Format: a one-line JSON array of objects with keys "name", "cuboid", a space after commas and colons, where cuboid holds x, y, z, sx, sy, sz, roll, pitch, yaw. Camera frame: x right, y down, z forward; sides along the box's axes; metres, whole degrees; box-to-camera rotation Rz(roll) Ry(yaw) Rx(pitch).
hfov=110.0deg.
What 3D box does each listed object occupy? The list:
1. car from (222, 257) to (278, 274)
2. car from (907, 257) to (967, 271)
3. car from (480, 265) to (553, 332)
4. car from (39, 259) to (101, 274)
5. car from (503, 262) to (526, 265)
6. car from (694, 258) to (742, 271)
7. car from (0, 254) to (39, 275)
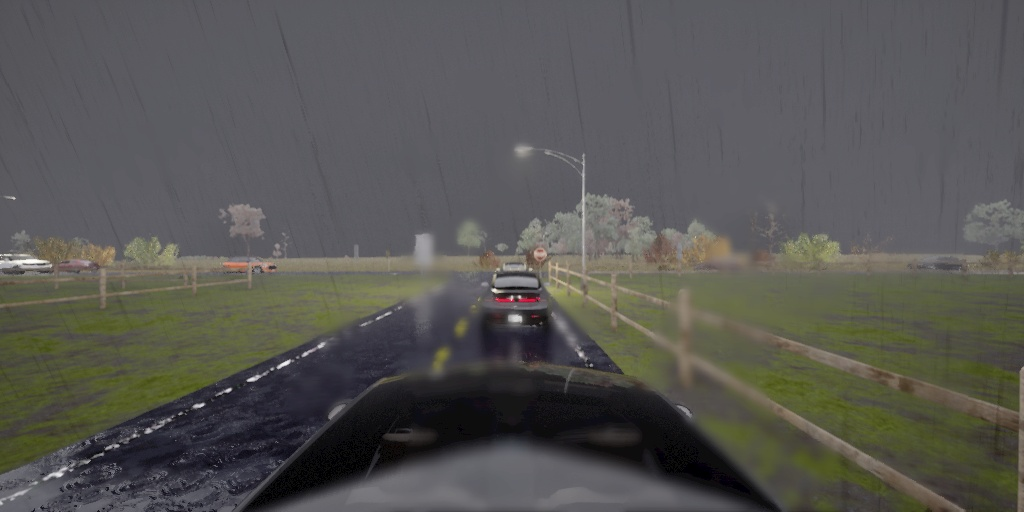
[{"name": "car", "cuboid": [-25.895, 0.888, 35.533, 4.553, 1.767, 2.097, 0, 1, 1]}, {"name": "car", "cuboid": [44.646, 0.869, 37.696, 4.892, 1.490, 1.837, 0, 1, 1]}, {"name": "car", "cuboid": [0.117, 1.180, 10.583, 1.837, 1.490, 4.892, 0, 0, 0]}, {"name": "car", "cuboid": [-47.215, 1.099, 38.652, 4.674, 1.442, 1.812, 0, 1, 1]}, {"name": "car", "cuboid": [0.142, 1.095, 20.673, 1.837, 1.490, 4.892, 0, 0, 0]}, {"name": "car", "cuboid": [21.802, 0.912, 37.988, 4.674, 1.442, 1.812, 0, 1, 1]}, {"name": "car", "cuboid": [-49.661, 0.833, 35.856, 5.566, 2.045, 2.150, -1, 0, 1]}]
